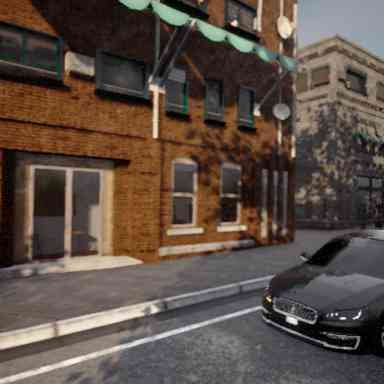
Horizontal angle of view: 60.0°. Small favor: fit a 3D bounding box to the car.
[{"bbox_3d":[3.378,1.524,6.131,4.892,1.490,1.837,-1,1,-36],"label":"car"}]
